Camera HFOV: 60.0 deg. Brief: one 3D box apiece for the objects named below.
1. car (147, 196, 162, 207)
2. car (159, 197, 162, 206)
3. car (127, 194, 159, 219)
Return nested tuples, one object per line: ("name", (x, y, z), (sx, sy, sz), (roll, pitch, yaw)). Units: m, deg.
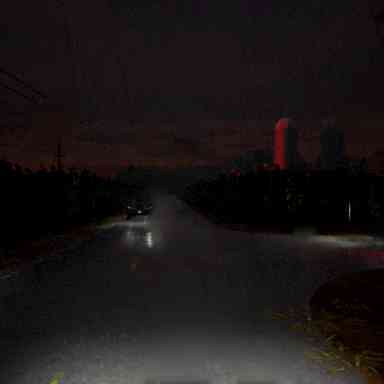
("car", (-5.839, 1.492, 52.974), (2.128, 1.511, 4.902), (0, 0, -3))
("car", (-5.056, 1.492, 40.659), (2.128, 1.511, 4.902), (0, 0, -4))
("car", (-4.313, 1.221, 29.005), (2.150, 2.045, 5.566), (0, 0, -4))
